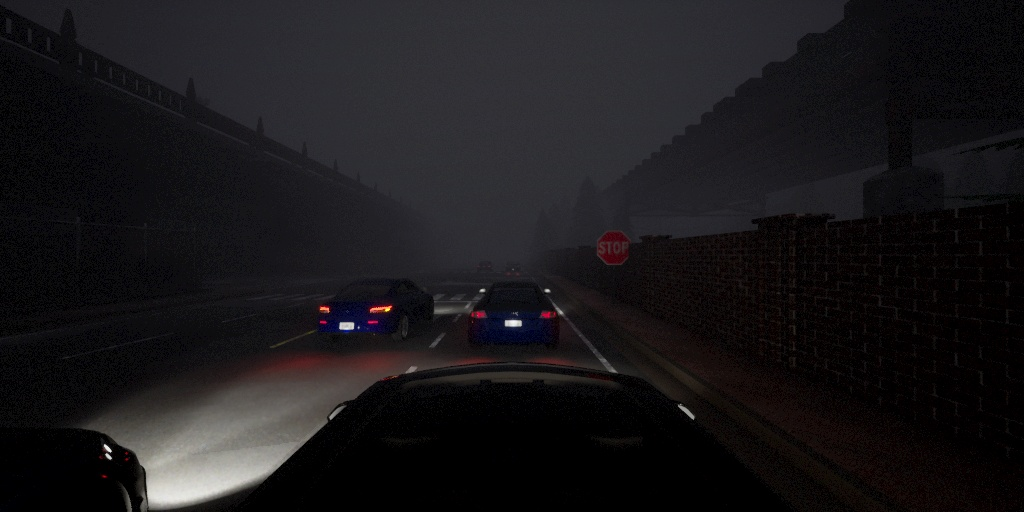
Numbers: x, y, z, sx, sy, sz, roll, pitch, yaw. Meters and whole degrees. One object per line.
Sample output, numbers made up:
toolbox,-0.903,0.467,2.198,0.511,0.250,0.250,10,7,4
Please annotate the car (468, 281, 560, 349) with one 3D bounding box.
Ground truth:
car,0.070,1.314,9.169,1.994,1.385,4.181,0,0,1

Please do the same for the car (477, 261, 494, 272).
car,-3.391,1.297,45.828,2.033,1.411,5.357,0,0,-1

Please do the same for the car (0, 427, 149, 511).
car,-3.398,1.314,0.595,1.994,1.385,4.181,0,0,0

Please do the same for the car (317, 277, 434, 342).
car,-3.411,1.276,9.691,1.812,1.442,4.674,0,0,0

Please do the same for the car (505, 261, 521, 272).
car,0.104,1.351,45.987,1.895,1.301,4.718,0,0,-1
